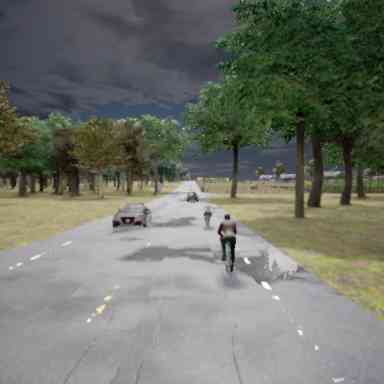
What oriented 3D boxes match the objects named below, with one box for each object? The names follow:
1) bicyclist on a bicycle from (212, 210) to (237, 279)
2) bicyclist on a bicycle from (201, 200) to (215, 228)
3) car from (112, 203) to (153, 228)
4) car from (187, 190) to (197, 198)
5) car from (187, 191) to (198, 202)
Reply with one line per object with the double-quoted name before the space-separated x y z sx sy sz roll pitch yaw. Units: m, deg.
"bicyclist on a bicycle" 0.965 1.412 8.943 0.582 1.620 1.656 0 0 0
"bicyclist on a bicycle" 0.947 1.279 19.725 0.866 1.612 1.509 0 1 0
"car" -3.594 1.394 20.609 1.994 1.385 4.181 0 1 0
"car" 0.018 0.440 73.624 2.128 1.511 4.902 0 2 0
"car" 0.113 0.837 55.997 1.812 1.442 4.674 0 1 0
